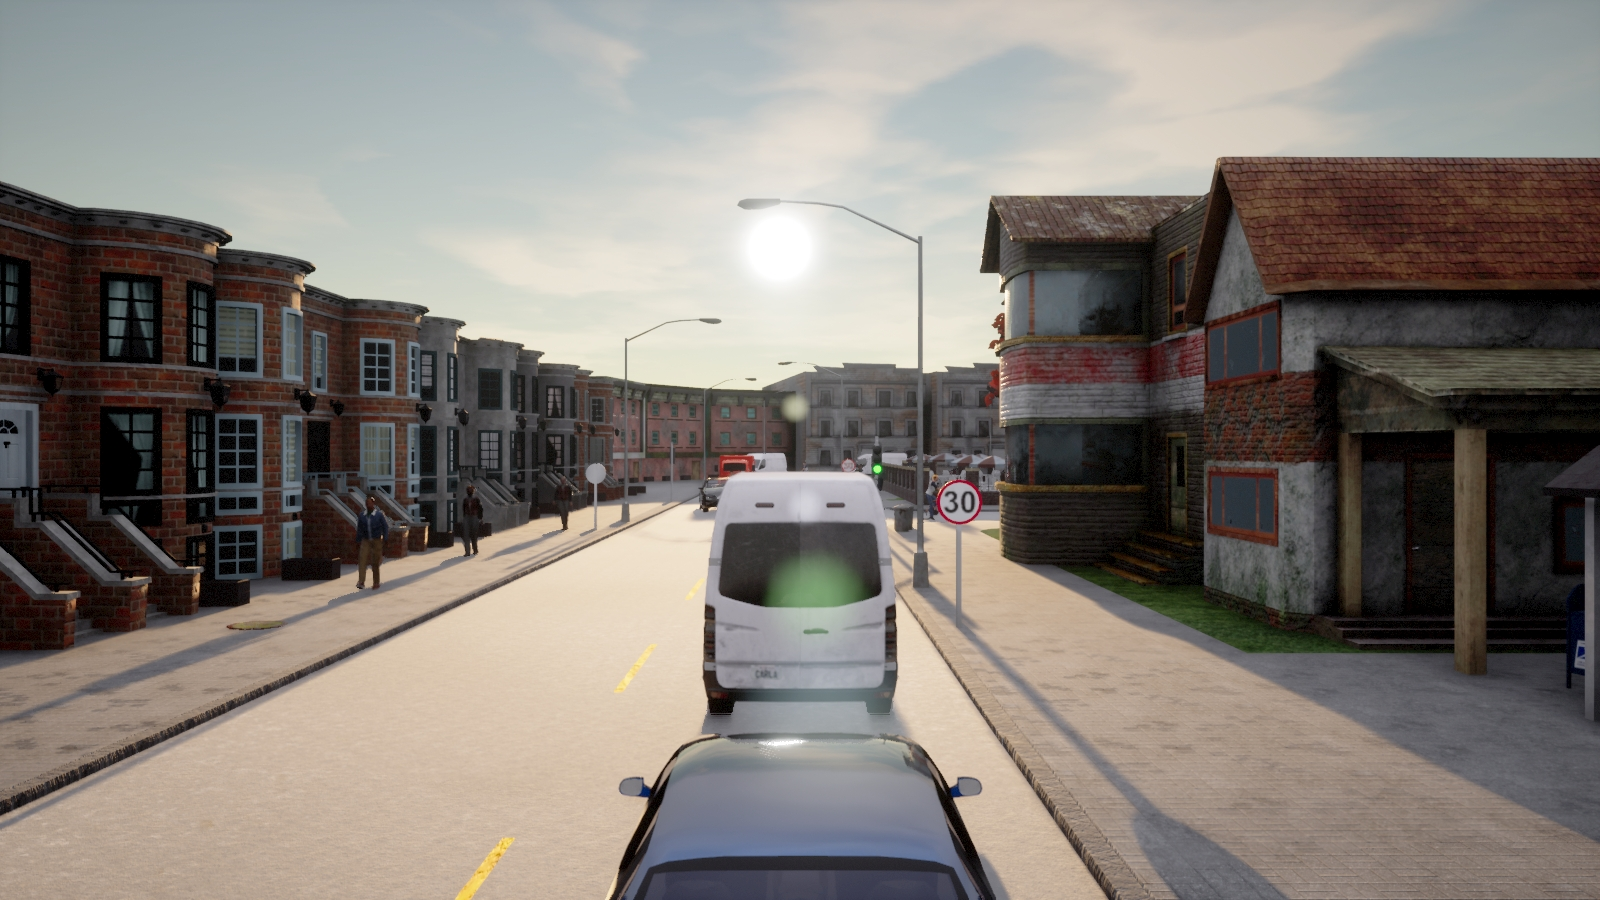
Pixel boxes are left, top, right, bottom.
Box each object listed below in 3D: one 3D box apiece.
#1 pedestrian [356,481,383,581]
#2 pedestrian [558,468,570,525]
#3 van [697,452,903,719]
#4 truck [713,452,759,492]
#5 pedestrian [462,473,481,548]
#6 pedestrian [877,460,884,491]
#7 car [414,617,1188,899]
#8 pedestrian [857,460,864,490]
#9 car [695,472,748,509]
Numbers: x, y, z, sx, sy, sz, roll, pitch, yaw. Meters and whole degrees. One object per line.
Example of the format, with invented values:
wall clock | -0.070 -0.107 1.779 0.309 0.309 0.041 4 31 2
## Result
pedestrian | -8.114 1.525 21.553 0.375 1.860 0.375 0 0 -1
pedestrian | -7.832 1.527 37.893 0.375 1.860 0.375 0 0 -14
van | -0.004 1.315 13.990 1.988 2.561 5.915 0 0 0
truck | -4.035 1.348 72.688 2.627 2.467 5.204 0 0 0
pedestrian | -8.308 1.524 28.897 0.375 1.860 0.375 0 0 3
pedestrian | 4.750 1.516 67.567 0.375 1.860 0.375 0 0 0
car | 0.000 1.886 5.398 2.033 1.411 5.357 0 0 0
pedestrian | 3.678 1.525 69.678 0.375 1.860 0.375 0 0 0
car | -3.665 1.827 52.844 2.128 1.511 4.902 0 0 -8
